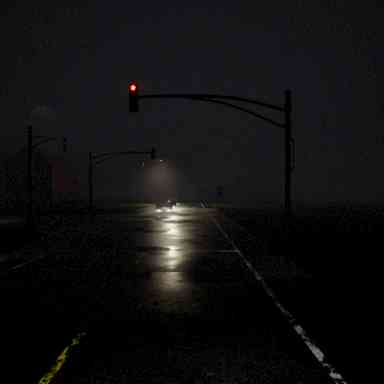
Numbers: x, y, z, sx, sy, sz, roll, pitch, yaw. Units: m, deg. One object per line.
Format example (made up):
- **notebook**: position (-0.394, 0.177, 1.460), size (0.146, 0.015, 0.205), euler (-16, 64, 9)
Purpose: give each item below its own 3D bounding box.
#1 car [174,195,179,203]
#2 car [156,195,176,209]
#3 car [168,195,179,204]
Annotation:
- **car**: position (-3.586, 1.477, 54.803), size (1.812, 1.442, 4.674), euler (0, 0, 0)
- **car**: position (-3.596, 1.530, 44.493), size (1.994, 1.385, 4.181), euler (0, 0, 0)
- **car**: position (-3.550, 1.411, 65.357), size (1.882, 1.535, 5.008), euler (0, 0, 1)
